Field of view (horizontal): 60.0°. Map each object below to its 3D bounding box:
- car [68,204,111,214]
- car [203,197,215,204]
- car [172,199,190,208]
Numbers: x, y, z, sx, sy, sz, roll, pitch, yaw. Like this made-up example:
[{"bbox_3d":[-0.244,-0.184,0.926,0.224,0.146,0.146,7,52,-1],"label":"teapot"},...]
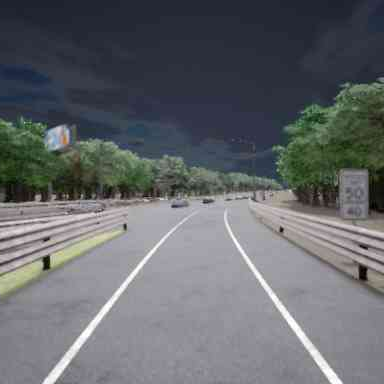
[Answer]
[{"bbox_3d":[-8.787,1.785,29.022,2.128,1.511,4.902,-1,1,16],"label":"car"},{"bbox_3d":[3.851,1.889,73.357,1.882,1.535,5.008,0,0,16],"label":"car"},{"bbox_3d":[-1.784,1.872,53.612,1.994,1.385,4.181,-1,-1,16],"label":"car"}]
